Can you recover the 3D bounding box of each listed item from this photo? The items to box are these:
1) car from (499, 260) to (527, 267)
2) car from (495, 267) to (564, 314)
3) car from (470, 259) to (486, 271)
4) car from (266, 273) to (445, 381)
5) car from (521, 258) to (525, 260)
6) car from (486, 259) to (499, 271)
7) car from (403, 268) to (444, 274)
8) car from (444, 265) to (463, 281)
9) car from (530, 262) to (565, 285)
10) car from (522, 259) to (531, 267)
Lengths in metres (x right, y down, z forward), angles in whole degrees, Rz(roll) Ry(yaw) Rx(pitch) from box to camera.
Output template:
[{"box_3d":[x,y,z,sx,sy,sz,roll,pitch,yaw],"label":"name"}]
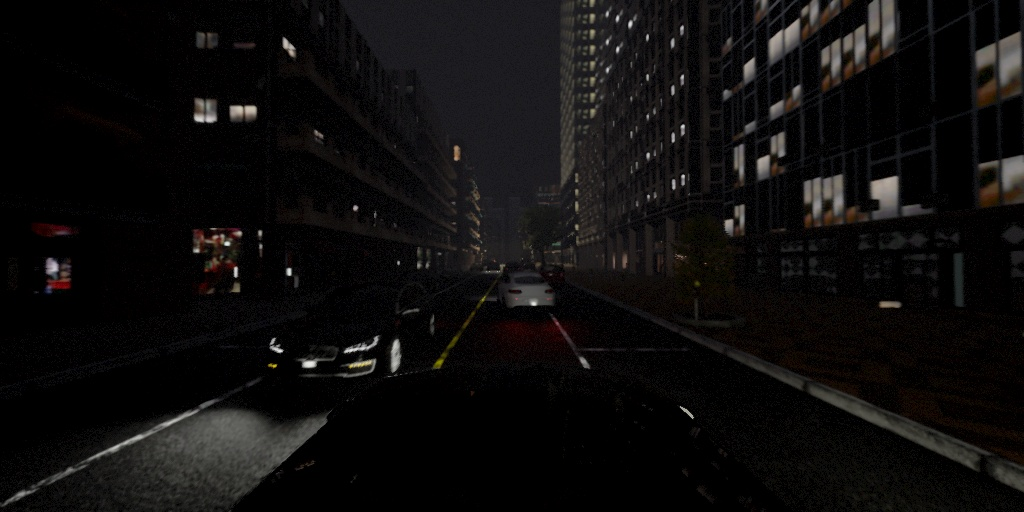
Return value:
[{"box_3d":[0.097,1.399,34.604,2.128,1.511,4.902,0,0,0],"label":"car"},{"box_3d":[0.474,1.335,14.049,1.812,1.442,4.674,0,0,-6],"label":"car"},{"box_3d":[-5.281,1.531,53.783,1.751,1.417,4.829,0,0,0],"label":"car"},{"box_3d":[-2.851,1.282,7.471,1.837,1.490,4.892,0,0,0],"label":"car"},{"box_3d":[2.568,1.609,65.163,1.888,1.381,4.507,0,0,0],"label":"car"},{"box_3d":[-2.750,1.554,54.204,2.033,1.411,5.357,0,0,0],"label":"car"},{"box_3d":[-5.323,1.403,20.074,1.948,1.339,4.313,0,0,0],"label":"car"},{"box_3d":[-5.288,1.442,31.367,2.007,1.370,4.403,0,0,0],"label":"car"},{"box_3d":[2.566,1.304,25.598,1.967,1.591,4.097,0,0,0],"label":"car"},{"box_3d":[2.567,1.555,53.860,2.007,1.370,4.403,0,0,0],"label":"car"}]
